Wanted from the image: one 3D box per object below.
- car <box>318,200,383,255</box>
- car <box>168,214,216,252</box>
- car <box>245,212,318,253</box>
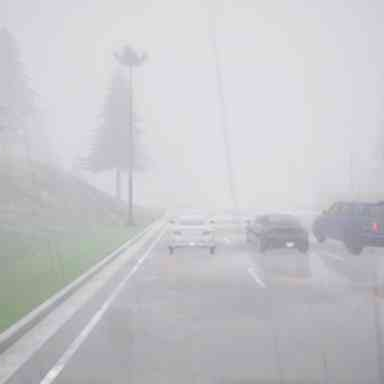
[{"bbox_3d":[7.002,1.349,14.019,2.150,2.045,5.566,0,0,0],"label":"car"},{"bbox_3d":[0.006,1.662,14.368,1.812,1.442,4.674,0,0,0],"label":"car"},{"bbox_3d":[3.505,1.643,14.314,1.837,1.490,4.892,0,0,0],"label":"car"}]
